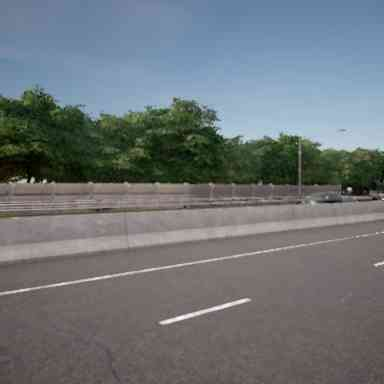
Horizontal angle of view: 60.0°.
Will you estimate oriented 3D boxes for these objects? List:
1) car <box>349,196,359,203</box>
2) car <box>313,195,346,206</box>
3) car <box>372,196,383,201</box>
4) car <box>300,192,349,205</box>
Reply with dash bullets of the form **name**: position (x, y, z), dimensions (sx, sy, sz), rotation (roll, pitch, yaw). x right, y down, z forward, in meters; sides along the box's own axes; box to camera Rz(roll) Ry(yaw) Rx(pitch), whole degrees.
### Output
- **car**: position (20.361, 1.282, 44.268), dimensions (4.181, 1.385, 1.994), rotation (0, 0, -35)
- **car**: position (20.056, 1.196, 48.328), dimensions (4.902, 1.511, 2.128), rotation (0, 0, -35)
- **car**: position (20.388, 1.352, 35.710), dimensions (4.718, 1.301, 1.895), rotation (0, 0, -35)
- **car**: position (13.851, 1.009, 35.344), dimensions (5.566, 2.045, 2.150), rotation (0, 0, -36)
